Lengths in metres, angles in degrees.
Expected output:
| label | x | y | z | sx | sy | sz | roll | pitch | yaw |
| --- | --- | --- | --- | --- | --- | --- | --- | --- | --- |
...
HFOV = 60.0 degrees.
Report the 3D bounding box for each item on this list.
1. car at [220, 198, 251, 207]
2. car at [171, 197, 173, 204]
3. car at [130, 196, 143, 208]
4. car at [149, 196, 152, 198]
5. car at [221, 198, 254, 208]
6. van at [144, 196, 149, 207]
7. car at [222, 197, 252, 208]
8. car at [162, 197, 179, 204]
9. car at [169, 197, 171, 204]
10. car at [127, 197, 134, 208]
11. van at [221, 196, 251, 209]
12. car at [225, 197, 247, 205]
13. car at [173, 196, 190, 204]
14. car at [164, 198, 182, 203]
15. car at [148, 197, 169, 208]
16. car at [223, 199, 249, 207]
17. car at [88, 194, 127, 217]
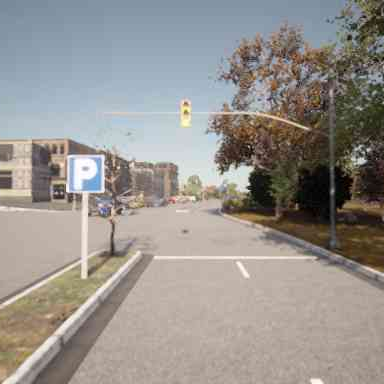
| label | x | y | z | sx | sy | sz | roll | pitch | yaw |
| --- | --- | --- | --- | --- | --- | --- | --- | --- | --- |
| car | 7.966 | 1.964 | 61.109 | 5.366 | 1.575 | 1.946 | 1 | 0 | -13 |
| car | -7.860 | 2.236 | 79.565 | 5.008 | 1.535 | 2.097 | -1 | -1 | -12 |
| car | -10.990 | 1.917 | 52.630 | 5.366 | 1.575 | 1.946 | -1 | -1 | -15 |
| car | -10.233 | 2.029 | 61.595 | 4.892 | 1.521 | 2.231 | -1 | -1 | -14 |
| car | 7.994 | 1.937 | 58.258 | 5.366 | 1.575 | 1.946 | 1 | -1 | -13 |
| van | -10.451 | 1.766 | 58.626 | 4.442 | 1.987 | 1.878 | -1 | -1 | -14 |
| car | 7.468 | 1.779 | 55.265 | 4.553 | 1.767 | 2.185 | 1 | -1 | -14 |
| car | -5.893 | 2.246 | 91.490 | 4.553 | 1.767 | 2.185 | -1 | -1 | -11 |
| car | -8.272 | 1.950 | 76.589 | 5.566 | 2.045 | 2.435 | -1 | -1 | -12 |
| car | -11.625 | 1.925 | 49.635 | 4.792 | 1.488 | 2.163 | -1 | -1 | -15 |
| van | 7.094 | 1.645 | 52.295 | 4.442 | 1.987 | 1.878 | 1 | 0 | -14 |
| car | 10.091 | 2.005 | 75.841 | 4.553 | 1.767 | 2.185 | 1 | 0 | -11 |
| car | -2.504 | 2.295 | 82.974 | 2.128 | 1.511 | 4.902 | 0 | -1 | 9 |
| car | -5.377 | 2.407 | 94.463 | 4.892 | 1.521 | 2.231 | -1 | -1 | -10 |
| car | -5.812 | 2.061 | 58.228 | 1.812 | 1.442 | 4.674 | 0 | 0 | 6 |
| car | 8.490 | 2.042 | 64.098 | 4.674 | 1.452 | 2.002 | 1 | -1 | -13 |
| car | -8.024 | 1.185 | 30.573 | 2.150 | 2.045 | 5.566 | 1 | -2 | 3 |
